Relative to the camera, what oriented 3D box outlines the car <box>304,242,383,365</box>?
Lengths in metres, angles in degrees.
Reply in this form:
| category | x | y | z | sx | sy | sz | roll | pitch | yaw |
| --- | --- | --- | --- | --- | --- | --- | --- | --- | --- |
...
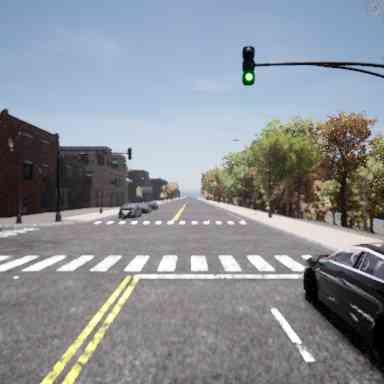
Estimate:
| category | x | y | z | sx | sy | sz | roll | pitch | yaw |
| --- | --- | --- | --- | --- | --- | --- | --- | --- | --- |
| car | 3.348 | 1.565 | 5.431 | 2.128 | 1.511 | 4.902 | 0 | -1 | 1 |

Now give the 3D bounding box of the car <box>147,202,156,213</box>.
| category | x | y | z | sx | sy | sz | roll | pitch | yaw |
| --- | --- | --- | --- | --- | --- | --- | --- | --- | --- |
| car | -6.674 | 2.147 | 45.786 | 2.033 | 1.411 | 5.357 | 0 | -1 | 0 |

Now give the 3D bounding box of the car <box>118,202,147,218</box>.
| category | x | y | z | sx | sy | sz | roll | pitch | yaw |
| --- | --- | --- | --- | --- | --- | --- | --- | --- | --- |
| car | -6.628 | 1.962 | 35.972 | 2.128 | 1.511 | 4.902 | 0 | -1 | 2 |

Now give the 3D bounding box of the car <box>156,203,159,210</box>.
| category | x | y | z | sx | sy | sz | roll | pitch | yaw |
| --- | --- | --- | --- | --- | --- | --- | --- | --- | --- |
| car | -6.691 | 2.294 | 55.764 | 1.994 | 1.385 | 4.181 | 0 | -1 | 1 |
